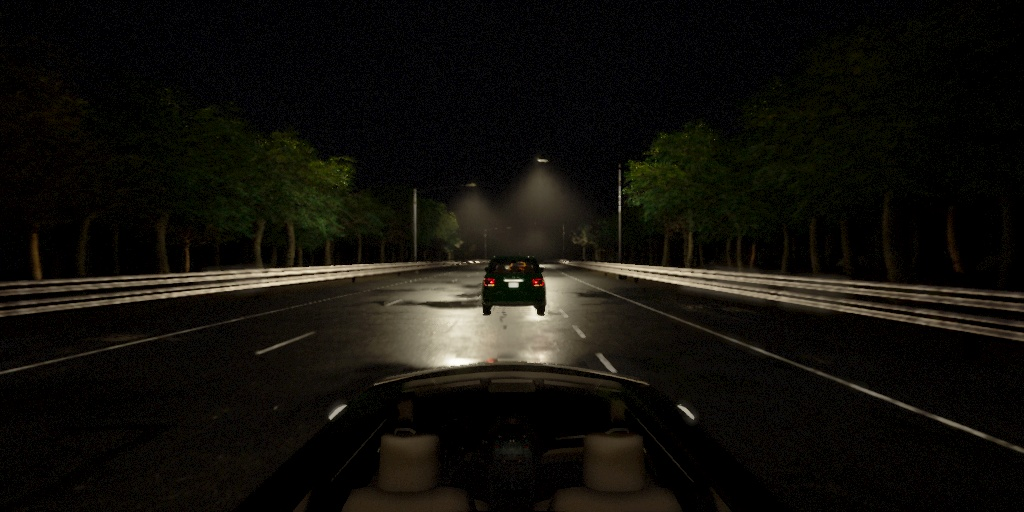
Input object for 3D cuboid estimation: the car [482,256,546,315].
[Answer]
[{"bbox_3d":[0.088,1.018,13.884,2.150,2.045,5.566,0,0,1],"label":"car"}]
